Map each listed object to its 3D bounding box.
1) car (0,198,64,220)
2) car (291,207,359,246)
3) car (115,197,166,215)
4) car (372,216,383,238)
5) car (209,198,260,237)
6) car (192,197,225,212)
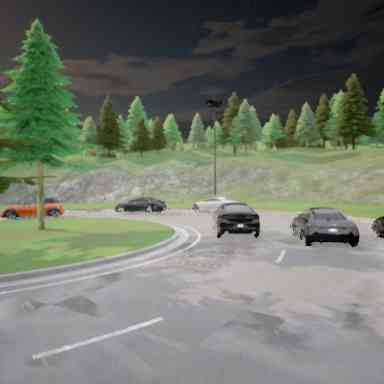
[{"bbox_3d":[-12.794,1.249,26.809,4.553,1.767,2.097,-1,1,-15],"label":"car"},{"bbox_3d":[5.449,1.340,14.071,1.994,1.385,4.181,-1,1,9],"label":"car"},{"bbox_3d":[-4.762,1.250,30.517,4.892,1.490,1.837,-1,-1,20],"label":"car"},{"bbox_3d":[8.731,1.304,13.059,1.994,1.385,4.181,-1,1,11],"label":"car"},{"bbox_3d":[2.063,1.274,16.641,1.882,1.535,5.008,0,1,0],"label":"car"},{"bbox_3d":[2.128,1.173,30.644,4.674,1.442,1.812,0,0,41],"label":"car"}]
